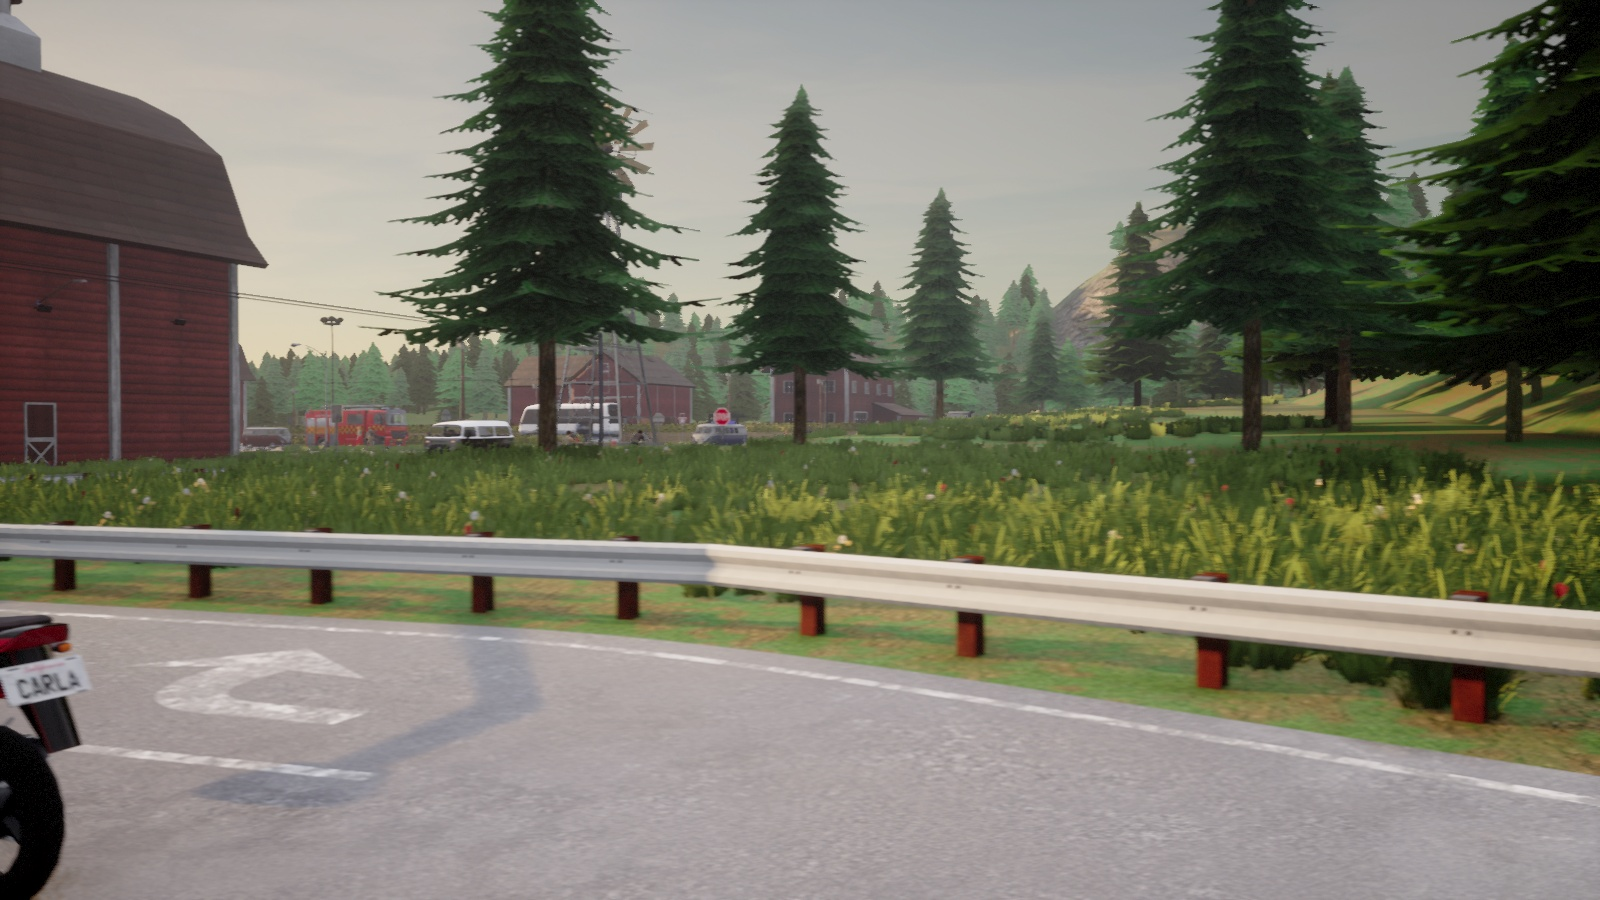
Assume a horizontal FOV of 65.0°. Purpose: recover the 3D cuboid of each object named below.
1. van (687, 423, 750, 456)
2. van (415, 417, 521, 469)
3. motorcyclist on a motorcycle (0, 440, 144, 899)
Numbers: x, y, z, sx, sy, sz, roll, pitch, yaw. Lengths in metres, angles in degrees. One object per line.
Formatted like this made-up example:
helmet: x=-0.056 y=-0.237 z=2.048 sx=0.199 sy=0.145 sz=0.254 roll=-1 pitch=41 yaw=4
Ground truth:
van: x=-4.988 y=-0.655 z=77.295 sx=1.775 sy=1.987 sz=4.442 roll=1 pitch=1 yaw=28
van: x=-13.635 y=-0.309 z=51.866 sx=2.069 sy=2.038 sz=4.480 roll=1 pitch=1 yaw=20
motorcyclist on a motorcycle: x=-3.386 y=0.726 z=4.328 sx=2.044 sy=1.523 sz=0.797 roll=1 pitch=1 yaw=19
